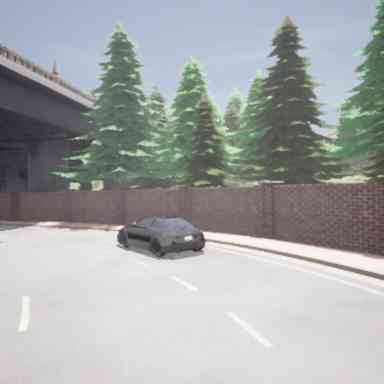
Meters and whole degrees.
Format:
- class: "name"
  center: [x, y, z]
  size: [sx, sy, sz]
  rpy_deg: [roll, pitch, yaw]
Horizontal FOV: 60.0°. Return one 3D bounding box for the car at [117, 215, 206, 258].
- class: "car"
  center: [-1.340, 1.607, 13.222]
  size: [1.994, 1.385, 4.181]
  rpy_deg: [-1, 0, -37]
